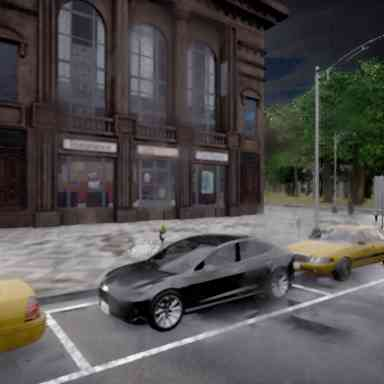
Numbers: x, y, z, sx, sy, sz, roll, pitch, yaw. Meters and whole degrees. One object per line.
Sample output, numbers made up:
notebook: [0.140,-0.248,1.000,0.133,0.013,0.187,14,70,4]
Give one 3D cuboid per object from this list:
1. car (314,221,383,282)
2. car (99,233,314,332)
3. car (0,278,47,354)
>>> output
car: [4.601,1.571,9.931,4.829,1.417,1.752,0,0,-35]
car: [0.312,1.586,6.872,4.313,1.339,1.947,0,0,-35]
car: [-4.253,1.518,3.617,4.829,1.417,1.752,0,0,-35]
